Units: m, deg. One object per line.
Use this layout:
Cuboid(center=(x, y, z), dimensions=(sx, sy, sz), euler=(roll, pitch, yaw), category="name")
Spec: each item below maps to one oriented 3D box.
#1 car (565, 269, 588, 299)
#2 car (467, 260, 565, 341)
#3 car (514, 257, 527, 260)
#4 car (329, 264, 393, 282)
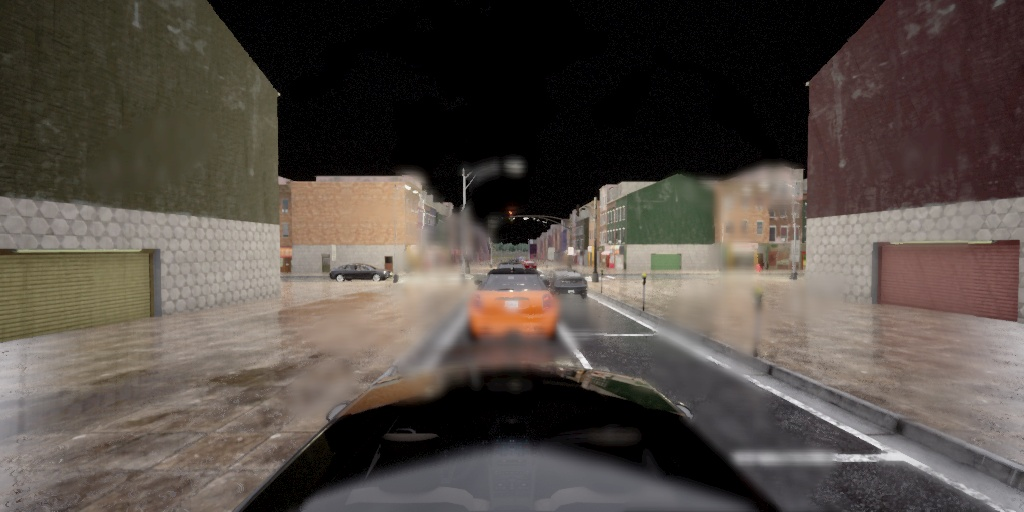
Cuboid(center=(2.593, 1.297, 17.570), dimensions=(2.007, 1.370, 4.403), euler=(0, 0, 0), category="car")
Cuboid(center=(0.042, 1.100, 9.999), dimensions=(2.097, 1.767, 4.553), euler=(0, 0, 0), category="car")
Cuboid(center=(-0.051, 1.099, 19.890), dimensions=(2.097, 1.767, 4.553), euler=(0, 0, 0), category="car")
Cuboid(center=(-12.316, 1.365, 29.455), dimensions=(4.892, 1.490, 1.837), euler=(0, 1, -2), category="car")
